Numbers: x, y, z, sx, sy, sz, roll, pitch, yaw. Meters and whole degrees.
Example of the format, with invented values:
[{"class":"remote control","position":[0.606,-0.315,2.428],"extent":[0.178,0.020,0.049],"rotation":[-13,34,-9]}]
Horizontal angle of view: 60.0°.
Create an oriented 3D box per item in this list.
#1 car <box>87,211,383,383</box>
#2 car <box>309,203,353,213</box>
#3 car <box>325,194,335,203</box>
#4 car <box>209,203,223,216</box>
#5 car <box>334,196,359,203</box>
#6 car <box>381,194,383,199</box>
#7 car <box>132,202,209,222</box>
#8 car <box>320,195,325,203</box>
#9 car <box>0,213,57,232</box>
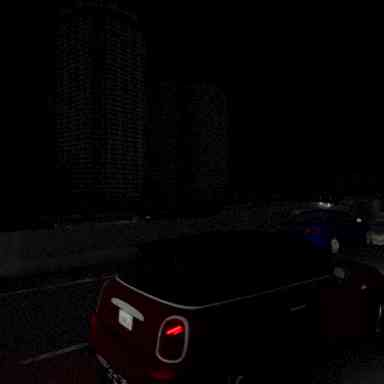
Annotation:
[{"class":"car","position":[0.991,1.338,4.767],"extent":[4.553,1.767,2.097],"rotation":[0,0,-37]},{"class":"car","position":[5.279,1.420,12.979],"extent":[5.008,1.535,1.882],"rotation":[0,0,-42]},{"class":"car","position":[22.952,1.300,51.964],"extent":[2.033,1.411,5.357],"rotation":[0,0,36]},{"class":"car","position":[0.532,1.548,28.227],"extent":[1.895,1.301,4.718],"rotation":[0,0,42]},{"class":"car","position":[19.520,1.321,41.304],"extent":[1.812,1.442,4.674],"rotation":[0,0,36]},{"class":"car","position":[43.307,1.063,74.025],"extent":[1.895,1.301,4.718],"rotation":[0,0,36]},{"class":"car","position":[-1.565,1.466,21.196],"extent":[4.902,1.511,2.128],"rotation":[0,0,-44]},{"class":"car","position":[24.884,1.077,60.548],"extent":[2.097,1.767,4.553],"rotation":[0,0,36]},{"class":"car","position":[-7.328,1.521,11.826],"extent":[4.902,1.511,2.128],"rotation":[0,0,-37]}]
